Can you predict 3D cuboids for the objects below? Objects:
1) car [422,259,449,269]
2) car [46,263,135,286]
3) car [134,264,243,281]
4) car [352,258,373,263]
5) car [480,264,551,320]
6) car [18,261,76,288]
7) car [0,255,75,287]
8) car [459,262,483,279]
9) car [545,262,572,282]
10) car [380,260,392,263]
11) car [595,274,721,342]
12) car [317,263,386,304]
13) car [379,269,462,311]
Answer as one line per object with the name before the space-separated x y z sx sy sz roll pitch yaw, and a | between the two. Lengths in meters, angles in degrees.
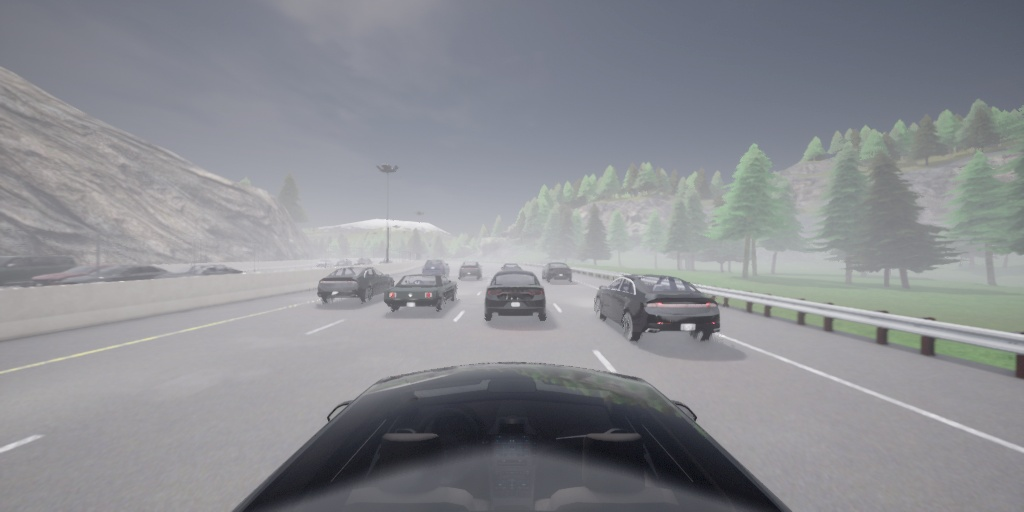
car | -7.314 1.097 34.668 2.097 1.767 4.553 0 0 -3
car | -21.126 1.253 19.488 1.837 1.490 4.892 0 0 0
car | -17.631 1.240 20.296 2.128 1.511 4.902 0 0 0
car | -24.709 1.094 60.149 2.097 1.767 4.553 0 0 -10
car | 0.101 1.226 12.680 1.882 1.535 5.008 0 0 0
car | -24.633 1.226 21.163 1.882 1.535 5.008 0 0 0
car | -28.115 0.971 20.172 2.150 2.045 5.566 0 0 0
car | -3.675 1.237 32.047 2.128 1.511 4.902 0 0 -3
car | 3.464 1.223 28.422 1.882 1.535 5.008 0 0 -1
car | -21.331 1.305 61.058 1.994 1.385 4.181 0 0 -10
car | 3.601 1.240 9.754 2.128 1.511 4.902 0 0 0
car | -6.899 1.240 16.388 2.128 1.511 4.902 0 0 0
car | -3.400 1.349 14.319 1.895 1.301 4.718 0 0 0
